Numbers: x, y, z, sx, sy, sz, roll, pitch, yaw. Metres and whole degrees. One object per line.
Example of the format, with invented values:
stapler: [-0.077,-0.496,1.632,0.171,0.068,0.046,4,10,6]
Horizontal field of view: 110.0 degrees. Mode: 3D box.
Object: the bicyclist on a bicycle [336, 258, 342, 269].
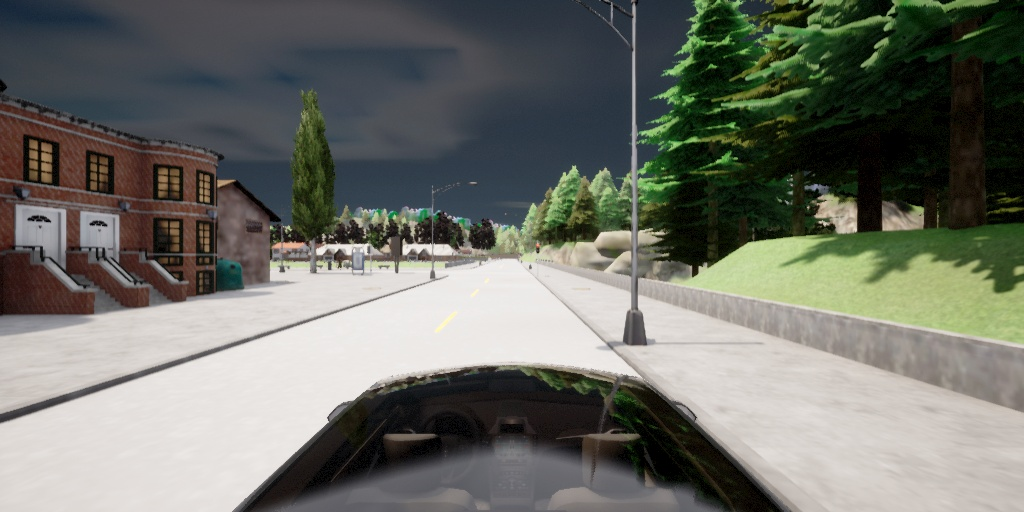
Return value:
bicyclist on a bicycle: [-24.114,1.074,50.076,0.582,1.620,1.656,0,0,0]
